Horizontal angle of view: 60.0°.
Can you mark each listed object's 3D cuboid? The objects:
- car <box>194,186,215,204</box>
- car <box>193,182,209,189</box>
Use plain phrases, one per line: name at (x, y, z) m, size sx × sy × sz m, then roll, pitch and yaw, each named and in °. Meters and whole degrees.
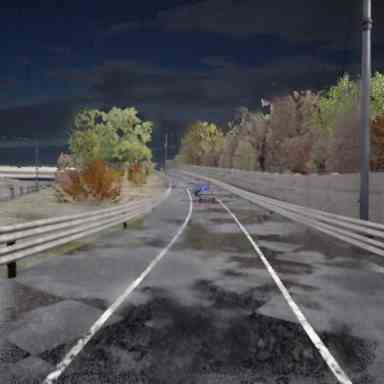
car at (1.687, 0.496, 39.694) m, size 2.128 × 1.511 × 4.902 m, roll 0°, pitch 4°, yaw -1°
car at (1.446, -0.502, 49.928) m, size 2.150 × 2.045 × 5.566 m, roll 0°, pitch 5°, yaw -3°
